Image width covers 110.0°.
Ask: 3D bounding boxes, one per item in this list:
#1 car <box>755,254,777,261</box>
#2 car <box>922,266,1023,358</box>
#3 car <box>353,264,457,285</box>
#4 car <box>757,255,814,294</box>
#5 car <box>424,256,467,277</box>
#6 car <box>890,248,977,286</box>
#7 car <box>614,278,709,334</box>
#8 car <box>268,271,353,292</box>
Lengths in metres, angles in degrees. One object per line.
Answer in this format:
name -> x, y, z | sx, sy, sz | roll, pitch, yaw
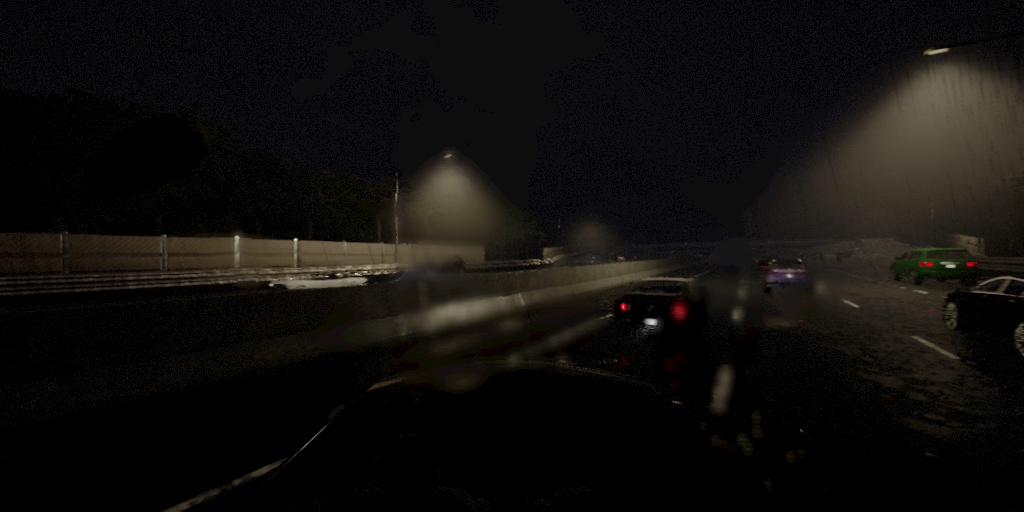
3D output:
car -> 26.097, 0.809, 36.401 | 1.837, 1.490, 4.892 | -1, 1, 34
car -> 10.681, 1.091, 7.060 | 2.128, 1.511, 4.902 | -1, 0, 34
car -> -5.875, 1.403, 20.449 | 2.033, 1.411, 5.357 | -1, 0, 34
car -> 14.092, 0.957, 18.497 | 2.033, 1.649, 4.856 | -1, 0, 34
car -> -6.445, 1.072, 32.201 | 2.150, 2.045, 5.566 | -1, 0, 34
car -> 23.850, 0.584, 20.502 | 2.150, 2.045, 5.566 | -1, 0, 34
car -> 4.623, 1.296, 10.590 | 1.895, 1.301, 4.718 | -1, 0, 34
car -> -10.538, 1.534, 19.752 | 1.895, 1.301, 4.718 | -1, 0, 34
